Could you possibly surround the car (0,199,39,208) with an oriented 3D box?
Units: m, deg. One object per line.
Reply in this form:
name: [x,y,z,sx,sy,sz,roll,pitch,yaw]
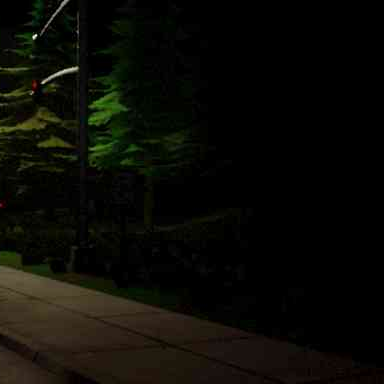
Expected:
car: [-17.263,1.451,32.772,2.128,1.511,4.902,0,0,17]
